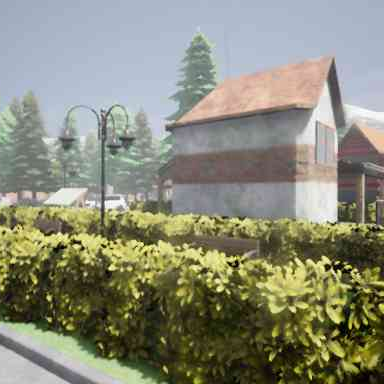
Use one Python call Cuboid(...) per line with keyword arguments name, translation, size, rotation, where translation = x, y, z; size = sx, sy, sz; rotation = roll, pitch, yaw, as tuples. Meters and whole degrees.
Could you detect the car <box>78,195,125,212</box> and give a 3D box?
Cuboid(name="car", translation=(-9.528, 1.296, 34.979), size=(2.150, 2.045, 5.566), rotation=(0, 0, 36))
